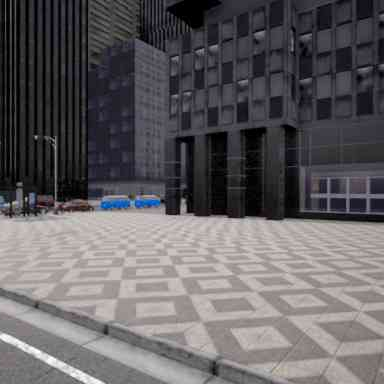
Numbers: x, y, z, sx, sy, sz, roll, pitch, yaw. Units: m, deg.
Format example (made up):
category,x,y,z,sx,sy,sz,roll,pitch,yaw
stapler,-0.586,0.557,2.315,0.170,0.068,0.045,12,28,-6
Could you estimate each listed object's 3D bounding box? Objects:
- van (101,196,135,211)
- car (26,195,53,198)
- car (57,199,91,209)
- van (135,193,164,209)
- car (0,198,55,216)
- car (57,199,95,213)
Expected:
category,x,y,z,sx,sy,sz,roll,pitch,yaw
van,-9.381,1.381,41.157,1.690,1.788,3.998,0,0,35
car,-19.620,1.347,41.474,2.192,1.841,5.009,0,0,35
car,-16.327,1.611,46.100,1.802,1.307,4.206,0,0,35
van,-6.089,1.378,45.782,1.690,1.788,3.998,0,0,35
car,-15.967,1.598,31.907,2.008,1.369,4.403,0,0,35
car,-12.674,1.625,36.532,1.802,1.307,4.206,0,0,35
